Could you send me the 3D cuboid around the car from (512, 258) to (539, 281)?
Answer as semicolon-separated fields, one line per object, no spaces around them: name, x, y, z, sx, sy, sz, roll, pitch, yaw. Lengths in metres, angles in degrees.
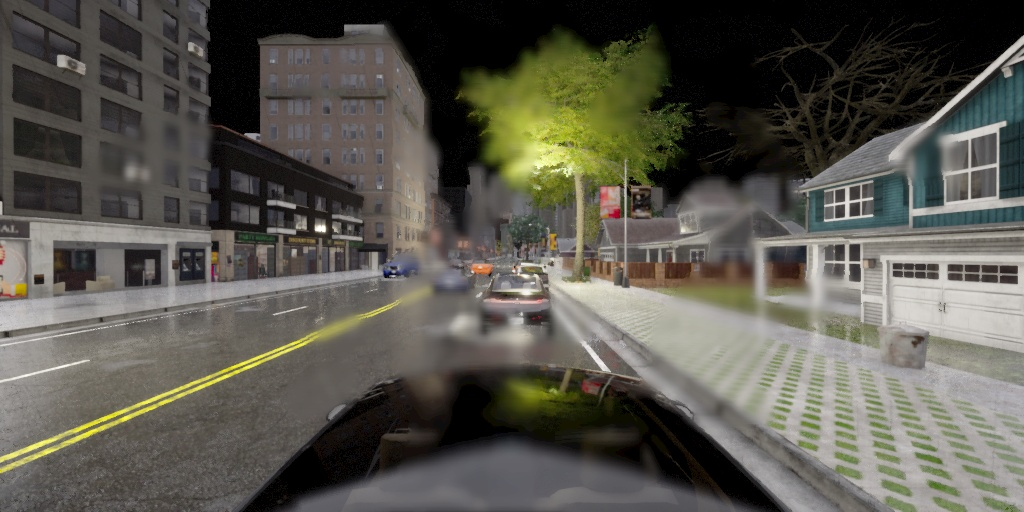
car;1.094;1.081;30.457;2.097;1.767;4.553;0;0;0

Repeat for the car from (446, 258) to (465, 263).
car;-6.435;1.071;41.301;2.097;1.767;4.553;0;0;0

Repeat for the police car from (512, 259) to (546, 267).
police car;1.053;1.165;20.597;1.930;1.638;5.238;0;0;0

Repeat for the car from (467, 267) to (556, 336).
car;0.134;1.239;10.348;2.128;1.511;4.902;0;0;0

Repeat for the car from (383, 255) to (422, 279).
car;-9.724;0.950;32.279;2.150;2.045;5.566;0;0;0

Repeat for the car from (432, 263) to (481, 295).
car;-3.075;1.304;19.852;1.994;1.385;4.181;0;0;0

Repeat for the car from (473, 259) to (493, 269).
car;-3.005;1.078;36.189;2.097;1.767;4.553;0;0;0
